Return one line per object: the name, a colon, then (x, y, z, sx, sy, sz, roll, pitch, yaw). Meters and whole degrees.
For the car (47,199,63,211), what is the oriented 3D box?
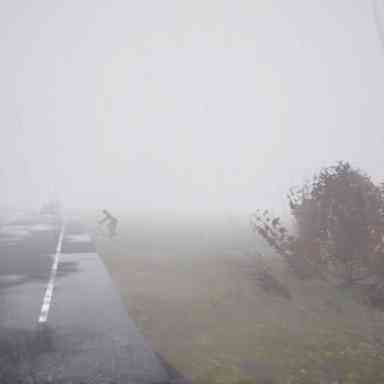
car: (-21.348, 1.978, 52.017, 2.097, 1.767, 4.553, 1, -1, -19)

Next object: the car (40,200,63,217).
car: (-15.936, 1.988, 37.274, 2.033, 1.411, 5.357, 1, -1, -20)

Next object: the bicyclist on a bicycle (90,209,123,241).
bicyclist on a bicycle: (-4.347, 1.715, 17.046, 1.656, 1.620, 0.582, 2, -1, -20)
